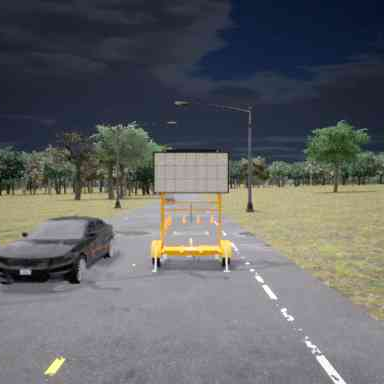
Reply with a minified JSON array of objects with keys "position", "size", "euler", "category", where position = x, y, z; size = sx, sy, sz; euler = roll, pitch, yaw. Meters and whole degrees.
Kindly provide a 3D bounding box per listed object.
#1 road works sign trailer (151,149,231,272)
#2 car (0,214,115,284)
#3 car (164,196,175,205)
[{"position":[-0.027,0.445,10.685],"size":[2.380,3.560,2.880],"euler":[0,0,0],"category":"road works sign trailer"},{"position":[-3.624,1.462,9.730],"size":[1.882,1.535,5.008],"euler":[0,0,0],"category":"car"},{"position":[-3.639,1.266,53.138],"size":[2.033,1.411,5.357],"euler":[0,1,0],"category":"car"}]
